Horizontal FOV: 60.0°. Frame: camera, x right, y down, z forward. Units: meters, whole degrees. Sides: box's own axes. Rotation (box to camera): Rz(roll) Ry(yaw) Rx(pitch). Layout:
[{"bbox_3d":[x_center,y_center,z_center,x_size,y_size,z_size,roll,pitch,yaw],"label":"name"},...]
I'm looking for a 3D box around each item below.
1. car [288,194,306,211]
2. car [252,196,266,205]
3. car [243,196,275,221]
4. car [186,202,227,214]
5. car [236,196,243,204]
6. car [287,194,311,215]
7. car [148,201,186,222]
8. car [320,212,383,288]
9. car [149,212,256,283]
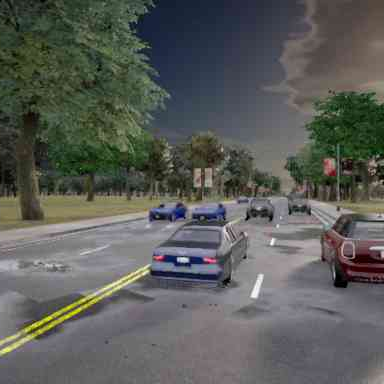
[{"bbox_3d":[13.771,1.259,43.789,2.150,2.045,5.566,0,0,16],"label":"car"},{"bbox_3d":[13.194,1.605,65.051,2.128,1.511,4.902,0,0,17],"label":"car"},{"bbox_3d":[5.794,1.357,27.781,2.097,1.767,4.553,0,0,16],"label":"car"},{"bbox_3d":[1.395,1.480,25.041,1.882,1.535,5.008,0,0,16],"label":"car"},{"bbox_3d":[10.040,1.588,65.827,1.882,1.535,5.008,0,0,17],"label":"car"},{"bbox_3d":[10.957,1.367,33.962,2.097,1.767,4.553,0,0,17],"label":"car"},{"bbox_3d":[-1.738,1.480,25.911,1.882,1.535,5.008,0,0,16],"label":"car"},{"bbox_3d":[4.790,1.353,9.114,2.097,1.767,4.553,0,0,16],"label":"car"},{"bbox_3d":[0.512,1.549,9.757,2.033,1.411,5.357,0,0,16],"label":"car"}]
